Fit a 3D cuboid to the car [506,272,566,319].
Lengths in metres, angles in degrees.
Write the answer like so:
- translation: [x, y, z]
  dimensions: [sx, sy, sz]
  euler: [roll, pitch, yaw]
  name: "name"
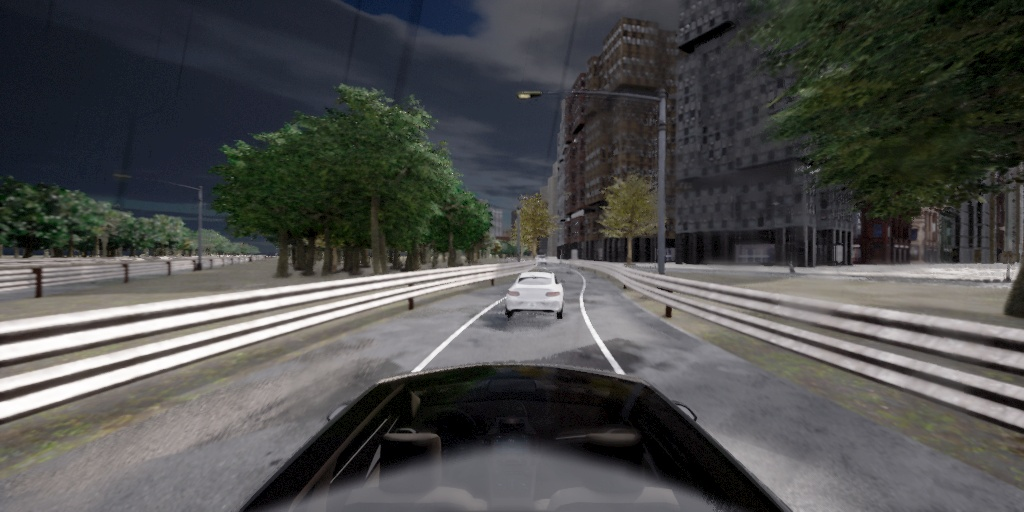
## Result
- translation: [0.913, 1.274, 12.827]
  dimensions: [1.812, 1.442, 4.674]
  euler: [0, 0, 8]
  name: "car"
